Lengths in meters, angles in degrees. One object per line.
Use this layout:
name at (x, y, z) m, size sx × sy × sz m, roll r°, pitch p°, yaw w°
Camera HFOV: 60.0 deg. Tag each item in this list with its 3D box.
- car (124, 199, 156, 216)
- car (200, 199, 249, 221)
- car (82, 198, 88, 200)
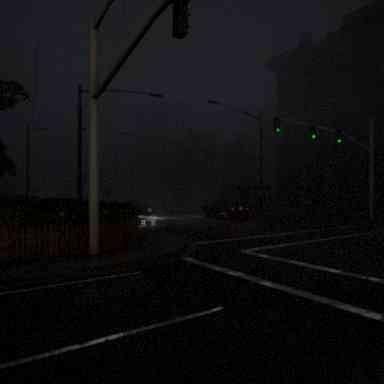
car at (-5.367, 1.500, 33.401) m, size 2.128 × 1.511 × 4.902 m, roll 0°, pitch 0°, yaw -35°
car at (2.660, 1.361, 28.114) m, size 2.097 × 1.767 × 4.553 m, roll 0°, pitch 0°, yaw -35°
car at (-16.077, 1.562, 49.065) m, size 1.812 × 1.442 × 4.674 m, roll 0°, pitch 0°, yaw -35°
